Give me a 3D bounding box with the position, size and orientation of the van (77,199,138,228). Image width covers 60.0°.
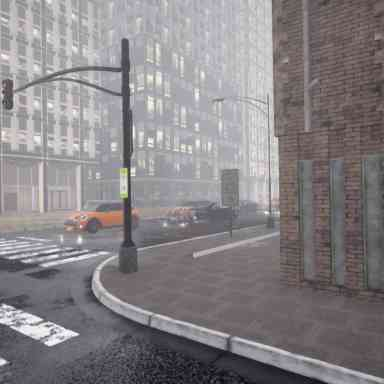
[{"bbox_3d":[-5.895,1.460,23.492,1.690,1.788,3.998,-2,-1,36],"label":"van"}]

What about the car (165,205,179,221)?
[{"bbox_3d":[-0.128,1.432,27.047,2.097,1.767,4.553,-1,-1,36],"label":"car"}]

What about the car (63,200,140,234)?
[{"bbox_3d":[-5.335,1.416,19.892,2.097,1.767,4.553,-1,-1,37],"label":"car"}]

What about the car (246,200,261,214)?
[{"bbox_3d":[5.151,1.590,34.341,2.128,1.511,4.902,-1,-1,36],"label":"car"}]

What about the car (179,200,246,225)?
[{"bbox_3d":[1.624,1.506,24.005,2.128,1.511,4.902,-1,-1,36],"label":"car"}]

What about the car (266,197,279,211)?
[{"bbox_3d":[11.094,1.471,42.521,2.097,1.767,4.553,-1,-1,36],"label":"car"}]
